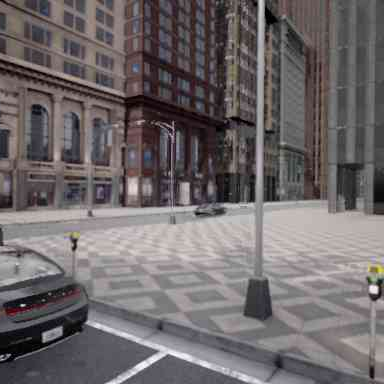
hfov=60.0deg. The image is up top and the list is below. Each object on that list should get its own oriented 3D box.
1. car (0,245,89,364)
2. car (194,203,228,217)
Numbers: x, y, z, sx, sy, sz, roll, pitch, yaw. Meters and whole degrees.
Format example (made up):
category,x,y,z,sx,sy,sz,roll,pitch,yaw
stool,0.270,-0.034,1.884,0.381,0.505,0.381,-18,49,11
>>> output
category,x,y,z,sx,sy,sz,roll,pitch,yaw
car,-3.538,1.569,5.471,4.403,1.369,2.008,0,1,36
car,2.032,1.783,34.048,1.994,1.385,4.181,1,0,35
